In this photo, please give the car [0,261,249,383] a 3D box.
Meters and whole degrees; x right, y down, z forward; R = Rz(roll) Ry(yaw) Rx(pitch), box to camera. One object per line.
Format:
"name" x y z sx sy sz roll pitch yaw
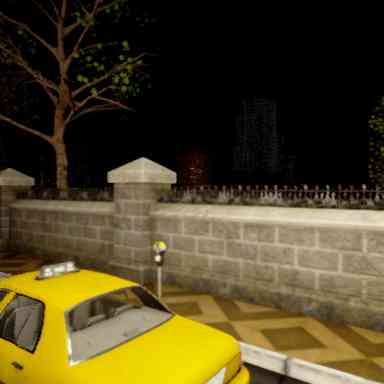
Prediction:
"car" -1.752 1.516 3.965 4.829 1.417 1.752 0 0 35
